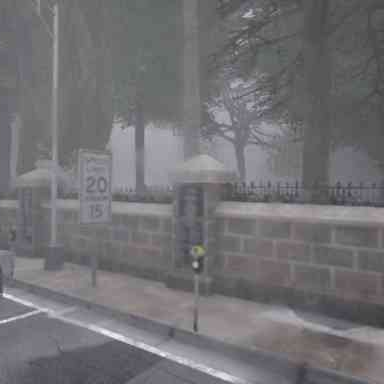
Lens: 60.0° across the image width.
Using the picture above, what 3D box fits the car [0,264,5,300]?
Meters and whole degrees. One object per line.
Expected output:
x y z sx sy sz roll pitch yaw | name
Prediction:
-5.444 1.544 6.679 4.403 1.369 2.008 0 1 36 | car
